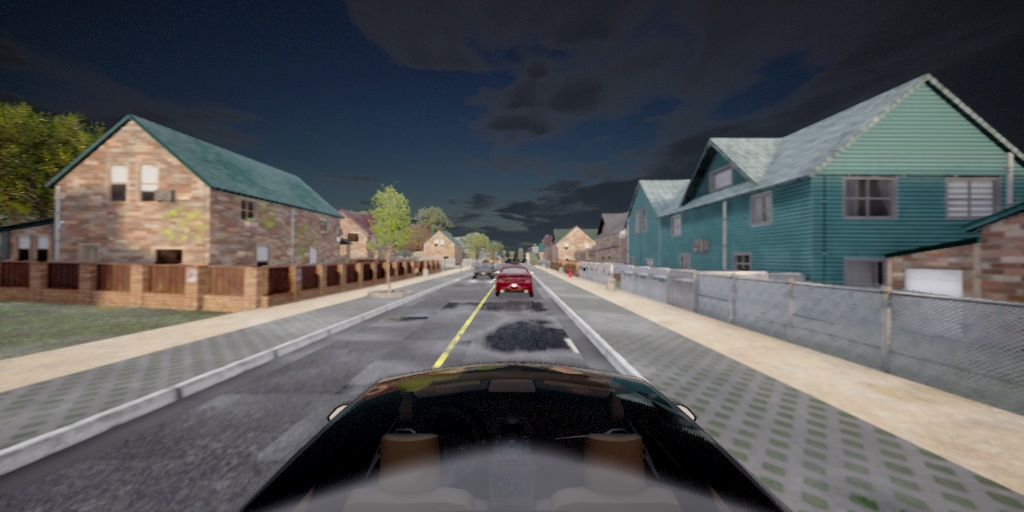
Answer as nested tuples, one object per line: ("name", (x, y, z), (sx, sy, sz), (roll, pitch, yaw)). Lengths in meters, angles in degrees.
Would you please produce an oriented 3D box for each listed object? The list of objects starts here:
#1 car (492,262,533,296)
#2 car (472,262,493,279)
("car", (0.131, 1.264, 19.641), (1.882, 1.535, 5.008), (0, 0, 0))
("car", (-2.509, 1.324, 33.283), (1.837, 1.490, 4.892), (0, 0, 1))
